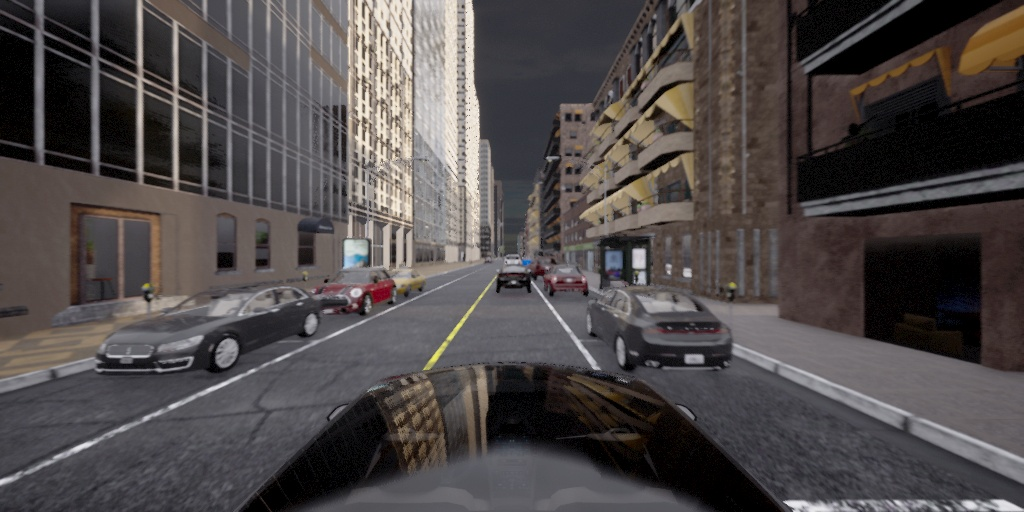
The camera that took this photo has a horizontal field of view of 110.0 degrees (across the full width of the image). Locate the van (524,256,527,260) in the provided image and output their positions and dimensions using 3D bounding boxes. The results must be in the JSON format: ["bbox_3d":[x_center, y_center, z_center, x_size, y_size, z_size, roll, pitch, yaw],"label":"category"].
[{"bbox_3d":[2.668,0.979,63.964,1.690,1.789,3.998,0,0,0],"label":"van"}]

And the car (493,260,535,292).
[{"bbox_3d":[0.089,1.189,20.933,1.882,1.535,5.008,0,0,0],"label":"car"}]

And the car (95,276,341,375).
[{"bbox_3d":[-5.687,1.298,7.475,2.007,1.370,4.403,0,0,0],"label":"car"}]

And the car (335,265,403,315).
[{"bbox_3d":[-5.690,1.176,13.125,1.967,1.591,4.097,0,0,0],"label":"car"}]

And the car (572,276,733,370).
[{"bbox_3d":[2.693,1.284,7.480,2.007,1.370,4.403,0,0,0],"label":"car"}]

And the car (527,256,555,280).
[{"bbox_3d":[2.683,1.005,30.074,2.192,1.841,5.009,0,0,0],"label":"car"}]

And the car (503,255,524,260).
[{"bbox_3d":[0.083,0.887,45.680,2.150,2.045,5.566,0,0,0],"label":"car"}]

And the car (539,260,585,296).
[{"bbox_3d":[2.688,1.151,18.776,1.967,1.591,4.097,0,0,0],"label":"car"}]

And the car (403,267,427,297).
[{"bbox_3d":[-5.692,1.251,18.603,1.751,1.417,4.829,0,0,0],"label":"car"}]
